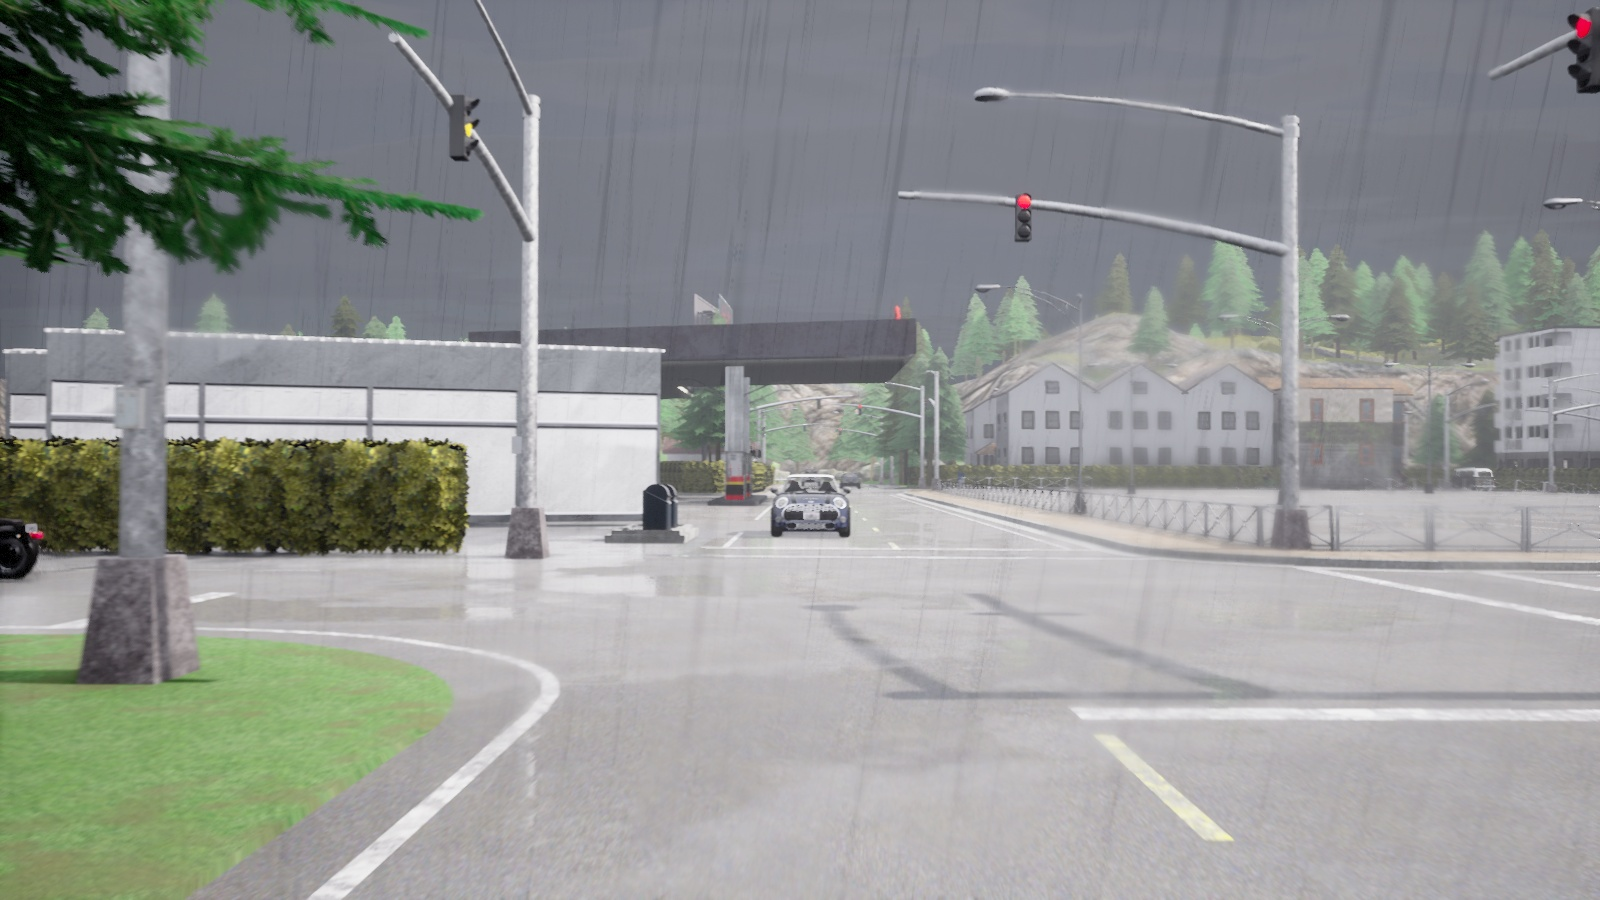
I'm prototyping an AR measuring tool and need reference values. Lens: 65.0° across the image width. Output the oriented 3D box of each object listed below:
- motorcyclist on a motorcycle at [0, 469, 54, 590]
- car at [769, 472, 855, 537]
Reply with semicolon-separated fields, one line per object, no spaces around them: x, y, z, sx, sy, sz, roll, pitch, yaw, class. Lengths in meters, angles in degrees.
-11.852;1.100;17.585;2.350;1.649;0.766;0;-1;0;motorcyclist on a motorcycle
0.299;1.295;30.890;1.970;1.475;3.806;0;-1;1;car
